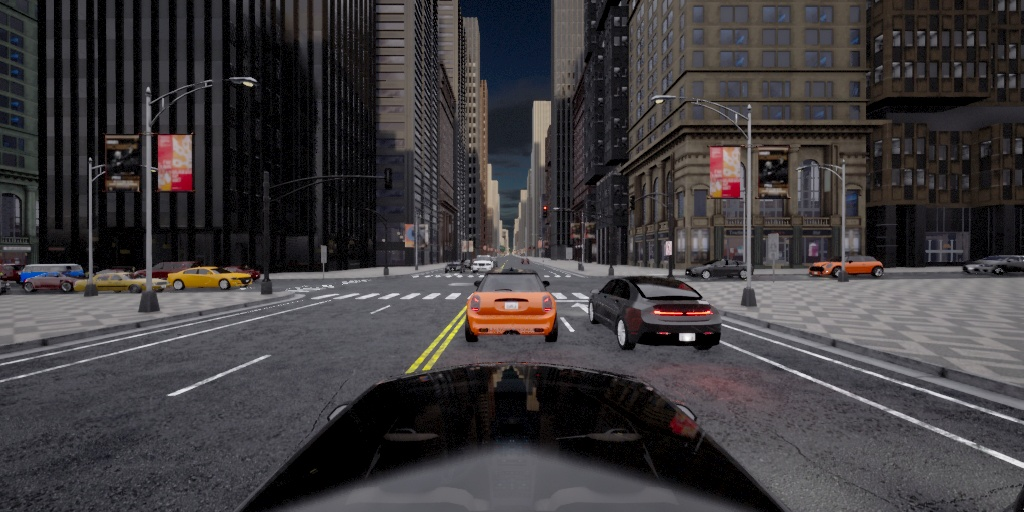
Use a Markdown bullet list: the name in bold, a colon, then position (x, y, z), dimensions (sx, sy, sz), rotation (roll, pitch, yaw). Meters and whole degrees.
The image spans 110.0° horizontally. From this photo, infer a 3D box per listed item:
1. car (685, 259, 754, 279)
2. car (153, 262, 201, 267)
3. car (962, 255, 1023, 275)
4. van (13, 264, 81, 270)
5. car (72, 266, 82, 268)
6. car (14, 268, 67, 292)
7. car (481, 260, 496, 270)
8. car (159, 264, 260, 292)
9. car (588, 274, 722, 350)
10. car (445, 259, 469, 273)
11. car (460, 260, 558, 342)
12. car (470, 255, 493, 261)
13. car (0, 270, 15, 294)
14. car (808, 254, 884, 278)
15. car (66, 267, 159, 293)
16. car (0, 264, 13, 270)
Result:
- **car**: position (16.131, 1.005, 27.997), dimensions (4.892, 1.490, 1.837), rotation (-1, 0, 0)
- **car**: position (-29.122, 1.419, 30.643), dimensions (5.009, 1.841, 2.192), rotation (0, 0, 0)
- **car**: position (38.332, 0.696, 27.998), dimensions (4.902, 1.511, 2.128), rotation (-1, 0, 0)
- **van**: position (-39.296, 1.583, 30.655), dimensions (3.998, 1.789, 1.690), rotation (0, 0, 0)
- **car**: position (-34.209, 1.755, 30.649), dimensions (4.207, 1.307, 1.802), rotation (0, 0, 0)
- **car**: position (-30.775, 1.715, 24.783), dimensions (4.181, 1.385, 1.994), rotation (-1, 0, 1)
- **car**: position (-3.446, 1.290, 53.287), dimensions (1.994, 1.385, 4.181), rotation (0, 0, 1)
- **car**: position (-20.776, 1.492, 24.768), dimensions (5.008, 1.535, 1.882), rotation (-1, 0, 0)
- **car**: position (3.237, 1.254, 9.059), dimensions (1.837, 1.490, 4.892), rotation (0, 0, 0)
- **car**: position (-6.688, 1.299, 42.474), dimensions (1.994, 1.385, 4.181), rotation (0, 0, 0)
- **car**: position (-0.005, 1.102, 9.920), dimensions (2.097, 1.767, 4.553), rotation (0, 0, 0)
- **car**: position (-3.440, 0.956, 43.315), dimensions (2.150, 2.045, 5.566), rotation (0, 0, 0)
- **car**: position (-33.817, 1.754, 22.110), dimensions (4.403, 1.370, 2.007), rotation (0, 0, 0)
- **car**: position (25.959, 0.721, 27.999), dimensions (4.553, 1.767, 2.097), rotation (-1, 0, 0)
- **car**: position (-23.876, 1.596, 22.109), dimensions (4.829, 1.417, 1.751), rotation (0, 0, 0)
- **car**: position (-44.383, 1.626, 30.661), dimensions (5.009, 1.841, 2.192), rotation (0, 0, 0)
